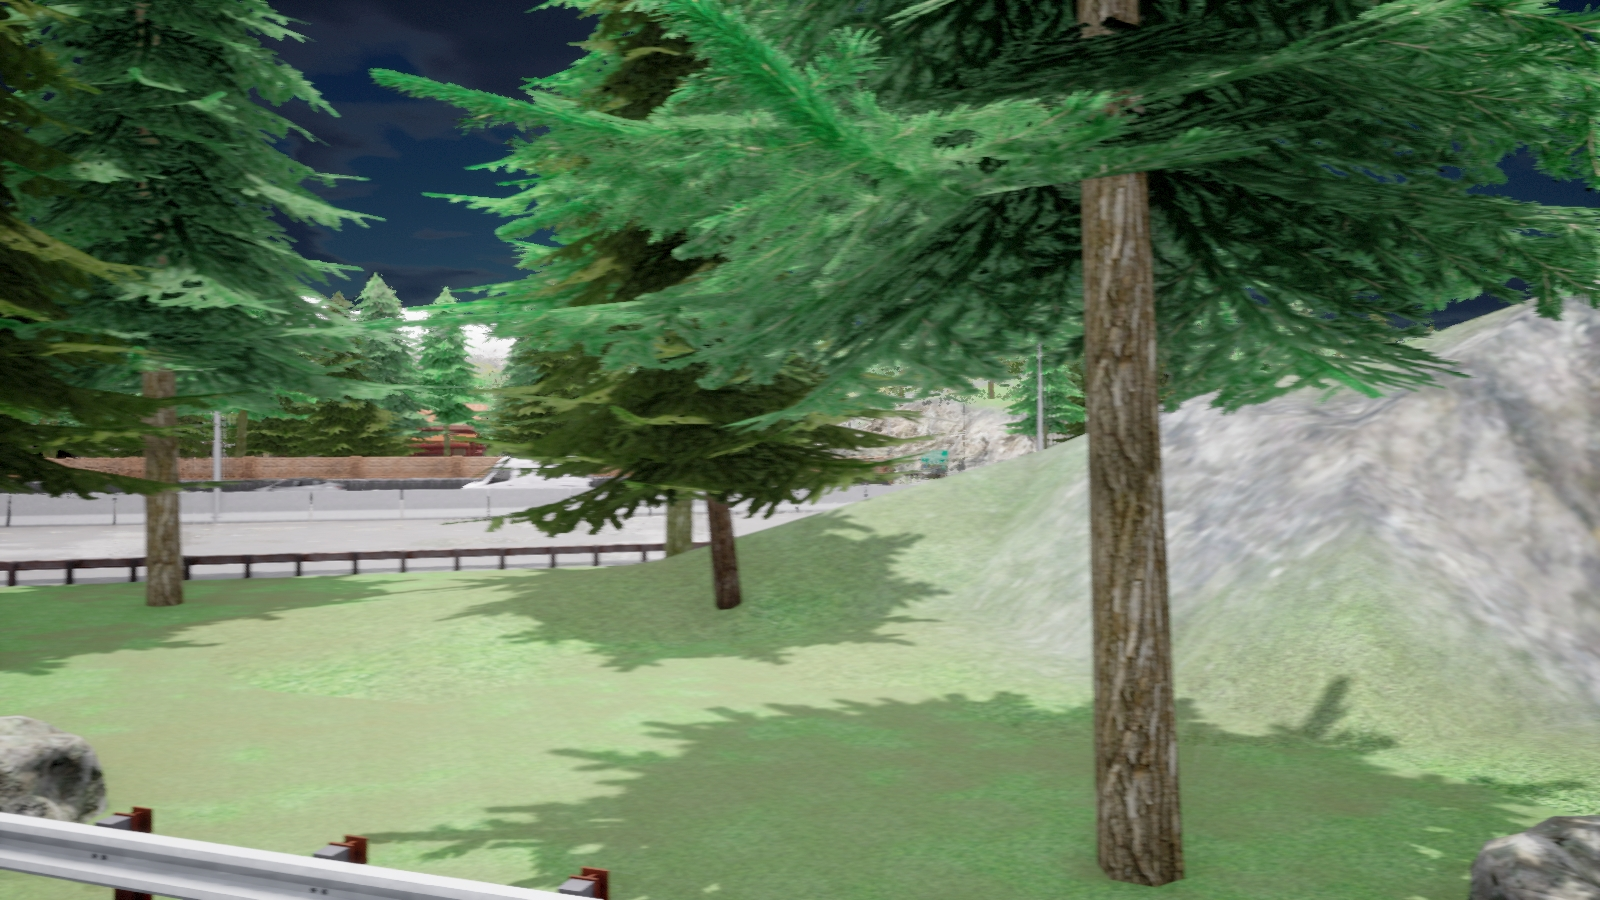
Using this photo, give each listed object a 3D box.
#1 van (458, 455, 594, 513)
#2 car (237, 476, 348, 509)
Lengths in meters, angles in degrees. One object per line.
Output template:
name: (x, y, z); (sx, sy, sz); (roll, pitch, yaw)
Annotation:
van: (-12.587, 1.527, 52.504); (5.915, 2.561, 1.988); (0, 0, -19)
car: (-24.665, 2.056, 55.732); (4.792, 1.488, 2.163); (0, 0, -19)
